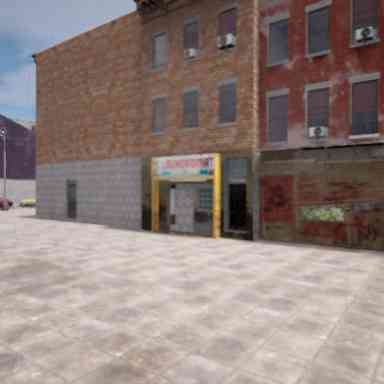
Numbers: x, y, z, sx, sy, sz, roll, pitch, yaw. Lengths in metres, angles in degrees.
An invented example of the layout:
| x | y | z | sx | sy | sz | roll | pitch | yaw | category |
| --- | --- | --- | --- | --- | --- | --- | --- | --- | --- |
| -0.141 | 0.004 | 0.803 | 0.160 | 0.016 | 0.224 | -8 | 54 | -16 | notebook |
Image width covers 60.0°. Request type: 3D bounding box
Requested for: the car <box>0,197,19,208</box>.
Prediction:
| x | y | z | sx | sy | sz | roll | pitch | yaw | category |
| --- | --- | --- | --- | --- | --- | --- | --- | --- | --- |
| -20.353 | 1.113 | 33.719 | 1.802 | 1.307 | 4.206 | 2 | 2 | 36 | car |

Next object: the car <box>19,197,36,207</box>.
| x | y | z | sx | sy | sz | roll | pitch | yaw | category |
| --- | --- | --- | --- | --- | --- | --- | --- | --- | --- |
| -17.234 | 0.940 | 38.079 | 1.752 | 1.417 | 4.829 | 2 | 2 | 36 | car |
